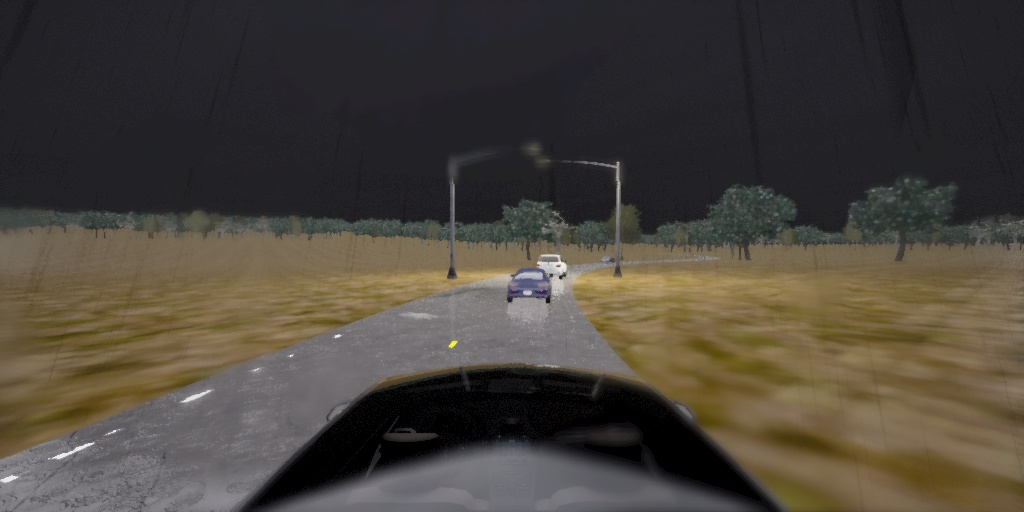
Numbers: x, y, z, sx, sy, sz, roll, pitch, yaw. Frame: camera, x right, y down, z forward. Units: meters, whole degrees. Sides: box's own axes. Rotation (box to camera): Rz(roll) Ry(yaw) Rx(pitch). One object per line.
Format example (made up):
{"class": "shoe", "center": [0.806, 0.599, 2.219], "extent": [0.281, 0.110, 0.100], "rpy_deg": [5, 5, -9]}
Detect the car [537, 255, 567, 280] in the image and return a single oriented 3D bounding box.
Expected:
{"class": "car", "center": [3.470, 0.918, 30.875], "extent": [2.150, 2.045, 5.566], "rpy_deg": [1, 0, 13]}

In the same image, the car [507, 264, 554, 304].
{"class": "car", "center": [0.867, 1.254, 16.255], "extent": [1.812, 1.442, 4.674], "rpy_deg": [0, 0, 7]}
